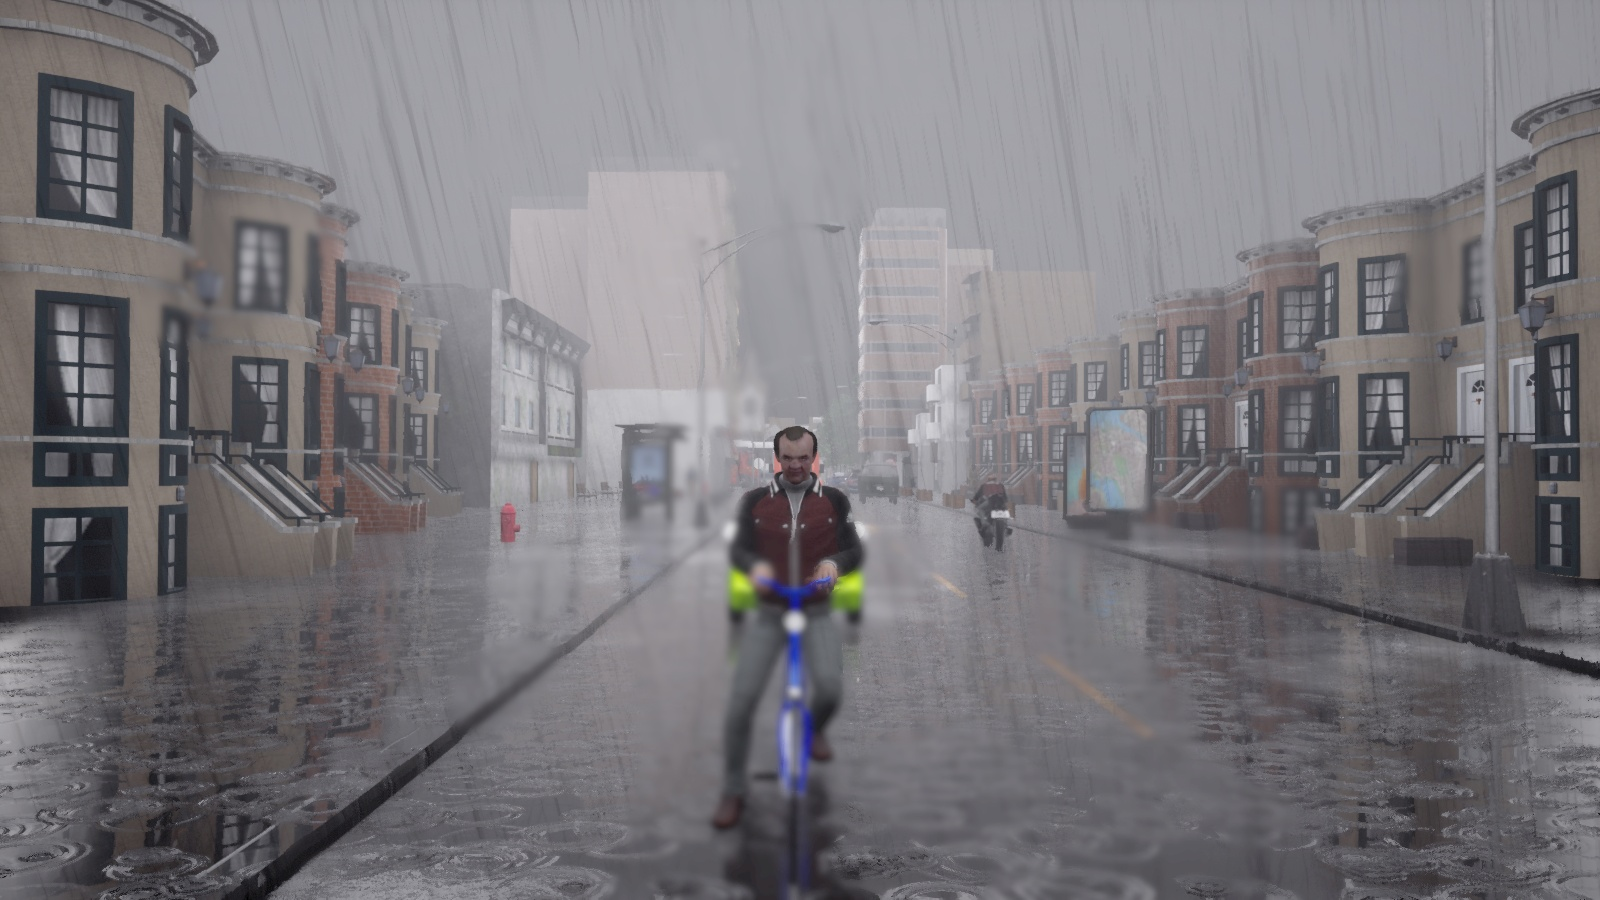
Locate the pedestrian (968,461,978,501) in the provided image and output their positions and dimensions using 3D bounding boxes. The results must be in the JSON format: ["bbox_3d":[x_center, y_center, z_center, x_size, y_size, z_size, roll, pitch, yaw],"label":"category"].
[{"bbox_3d":[8.418,1.513,61.006,0.396,1.930,0.692,0,-1,15],"label":"pedestrian"}]

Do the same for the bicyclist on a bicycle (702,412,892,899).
[{"bbox_3d":[-0.015,0.774,5.309,0.659,1.776,1.843,0,-1,0],"label":"bicyclist on a bicycle"}]

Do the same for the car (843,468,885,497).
[{"bbox_3d":[3.778,1.894,74.652,2.242,1.667,4.611,0,-1,0],"label":"car"}]

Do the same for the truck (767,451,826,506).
[{"bbox_3d":[-0.157,1.310,58.572,2.627,2.467,5.204,0,-1,0],"label":"truck"}]

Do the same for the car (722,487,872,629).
[{"bbox_3d":[-0.036,1.096,13.514,1.481,1.376,2.207,0,-1,0],"label":"car"}]

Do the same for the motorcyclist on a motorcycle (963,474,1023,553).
[{"bbox_3d":[3.931,1.265,25.737,0.866,1.530,2.191,0,-1,0],"label":"motorcyclist on a motorcycle"}]

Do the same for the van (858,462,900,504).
[{"bbox_3d":[3.833,1.585,61.637,1.775,1.987,4.442,0,-1,0],"label":"van"}]

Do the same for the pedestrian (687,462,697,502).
[{"bbox_3d":[-5.328,1.584,62.013,0.423,1.949,0.788,0,-1,-12],"label":"pedestrian"}]
